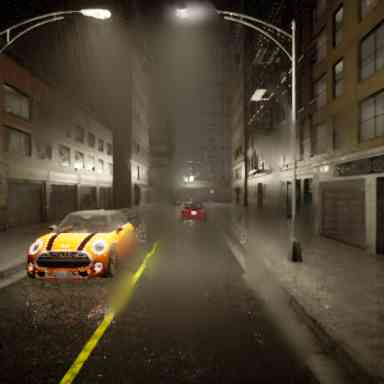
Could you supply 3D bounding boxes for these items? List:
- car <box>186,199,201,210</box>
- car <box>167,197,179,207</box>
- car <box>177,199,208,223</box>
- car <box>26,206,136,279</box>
[{"bbox_3d":[0.190,1.691,44.563,1.895,1.301,4.718,0,0,0],"label":"car"},{"bbox_3d":[-2.894,1.543,53.706,2.097,1.767,4.553,0,0,0],"label":"car"},{"bbox_3d":[0.153,1.539,26.299,2.163,1.488,4.792,0,0,0],"label":"car"},{"bbox_3d":[-3.080,1.365,10.138,2.097,1.767,4.553,0,0,0],"label":"car"}]
